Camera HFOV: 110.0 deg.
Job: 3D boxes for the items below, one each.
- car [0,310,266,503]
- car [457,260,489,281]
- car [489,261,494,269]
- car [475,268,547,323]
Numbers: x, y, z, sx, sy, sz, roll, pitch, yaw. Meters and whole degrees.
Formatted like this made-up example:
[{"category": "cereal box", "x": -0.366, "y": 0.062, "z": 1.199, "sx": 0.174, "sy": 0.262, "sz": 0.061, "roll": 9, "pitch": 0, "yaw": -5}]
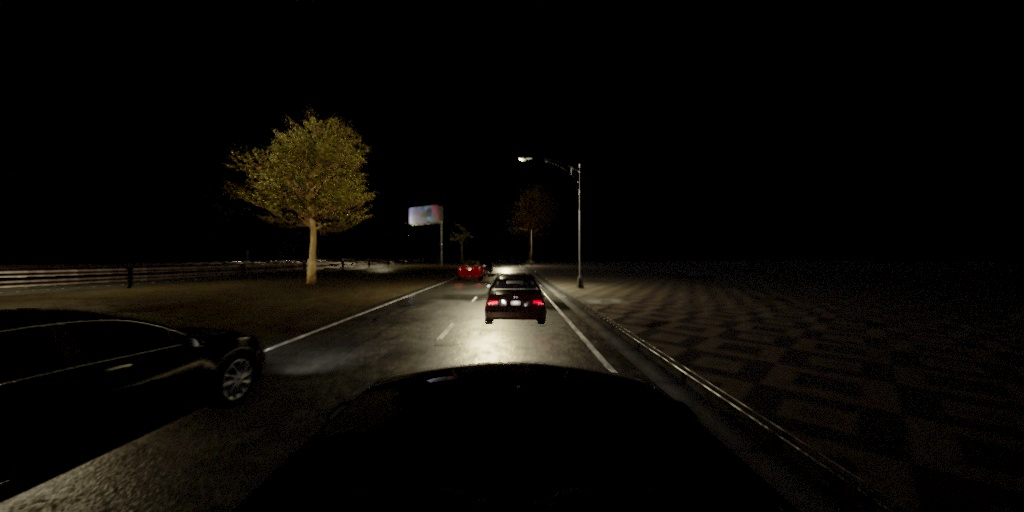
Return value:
[{"category": "car", "x": -4.551, "y": 1.259, "z": 3.313, "sx": 1.837, "sy": 1.490, "sz": 4.892, "roll": 0, "pitch": 0, "yaw": 0}, {"category": "car", "x": -3.439, "y": 1.161, "z": 31.294, "sx": 2.097, "sy": 1.767, "sz": 4.553, "roll": 0, "pitch": 0, "yaw": 0}, {"category": "car", "x": -3.452, "y": 1.344, "z": 46.551, "sx": 1.837, "sy": 1.490, "sz": 4.892, "roll": 0, "pitch": 0, "yaw": 0}, {"category": "car", "x": 0.094, "y": 1.318, "z": 12.157, "sx": 2.033, "sy": 1.411, "sz": 5.357, "roll": 0, "pitch": 0, "yaw": 0}]
